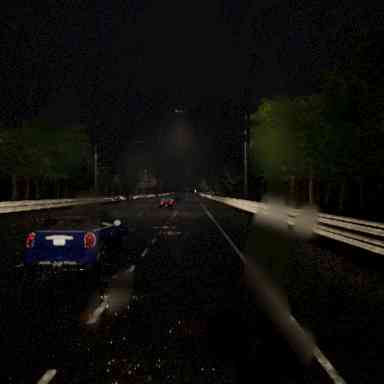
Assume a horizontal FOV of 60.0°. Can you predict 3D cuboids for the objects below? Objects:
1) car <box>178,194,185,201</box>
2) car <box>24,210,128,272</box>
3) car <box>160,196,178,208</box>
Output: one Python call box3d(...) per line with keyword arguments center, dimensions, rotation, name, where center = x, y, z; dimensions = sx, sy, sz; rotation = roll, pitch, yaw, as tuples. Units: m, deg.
box3d(center=(-3.541, 1.620, 87.783), dimensions=(1.994, 1.385, 4.181), rotation=(0, 0, 0), name="car")
box3d(center=(-3.507, 1.353, 10.916), dimensions=(2.097, 1.767, 4.553), rotation=(0, 0, 0), name="car")
box3d(center=(-3.523, 1.614, 48.114), dimensions=(1.895, 1.301, 4.718), rotation=(0, 0, 0), name="car")
